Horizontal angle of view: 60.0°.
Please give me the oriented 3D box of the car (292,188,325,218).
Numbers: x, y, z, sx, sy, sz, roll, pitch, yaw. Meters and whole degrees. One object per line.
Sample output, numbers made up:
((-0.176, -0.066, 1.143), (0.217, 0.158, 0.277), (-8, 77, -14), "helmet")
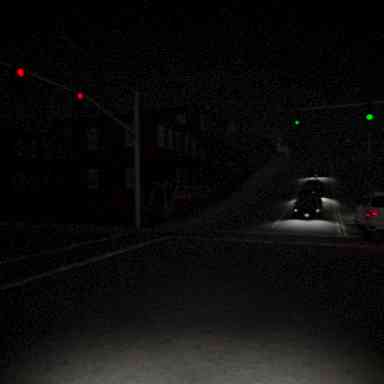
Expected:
((8.207, 0.819, 23.384), (2.033, 1.411, 5.357), (-1, 5, 22), "car")

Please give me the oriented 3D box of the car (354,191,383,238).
((9.179, 0.938, 15.921), (2.150, 2.045, 5.566), (-1, 3, 22), "car")

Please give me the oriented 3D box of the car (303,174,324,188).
((11.815, -0.496, 32.367), (1.994, 1.385, 4.181), (0, 10, 22), "car")

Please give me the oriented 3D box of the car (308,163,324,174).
((16.210, -3.034, 43.279), (2.033, 1.411, 5.357), (0, 13, 23), "car")
